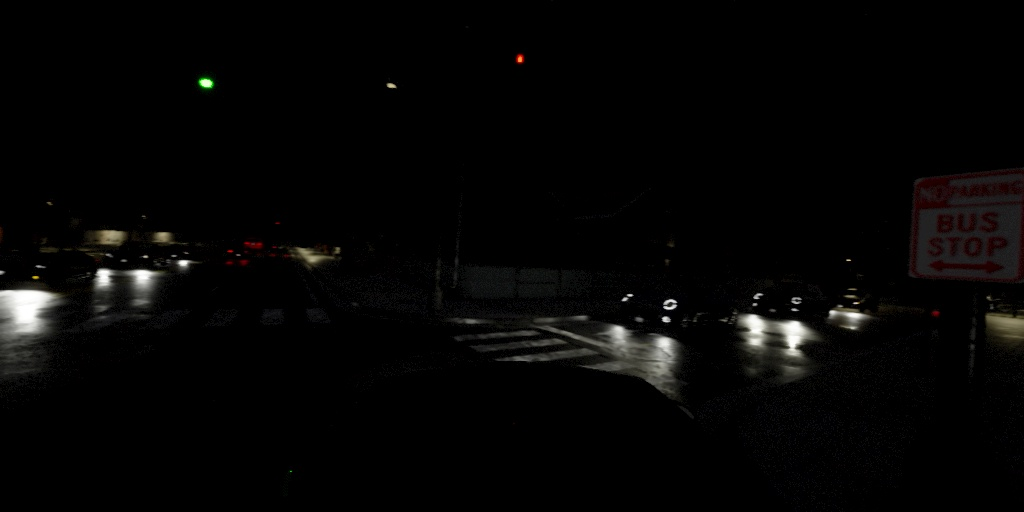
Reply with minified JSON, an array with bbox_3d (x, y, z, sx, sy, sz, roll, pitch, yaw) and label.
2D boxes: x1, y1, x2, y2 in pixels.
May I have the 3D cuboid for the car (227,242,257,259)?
[{"bbox_3d":[-27.592,-0.456,36.518,1.895,1.301,4.718,4,0,-32],"label":"car"}]

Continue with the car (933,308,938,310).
[{"bbox_3d":[35.766,3.722,28.981,4.902,1.511,2.128,4,0,-32],"label":"car"}]

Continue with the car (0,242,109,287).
[{"bbox_3d":[-16.406,0.251,12.411,1.994,1.385,4.181,4,-1,-32],"label":"car"}]

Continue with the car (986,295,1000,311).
[{"bbox_3d":[44.706,4.337,34.289,4.892,1.490,1.837,4,0,-29],"label":"car"}]

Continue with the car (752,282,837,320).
[{"bbox_3d":[14.255,2.131,18.237,4.553,1.767,2.097,4,0,-34],"label":"car"}]

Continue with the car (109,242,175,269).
[{"bbox_3d":[-21.911,-0.110,21.103,1.812,1.442,4.674,4,0,-32],"label":"car"}]

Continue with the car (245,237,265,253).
[{"bbox_3d":[-37.195,-1.630,51.771,2.150,2.045,5.566,4,0,-33],"label":"car"}]

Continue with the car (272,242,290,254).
[{"bbox_3d":[-33.883,-1.238,52.578,2.097,1.767,4.553,4,0,-32],"label":"car"}]

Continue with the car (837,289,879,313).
[{"bbox_3d":[22.903,2.920,24.072,5.357,1.411,2.033,4,0,-34],"label":"car"}]

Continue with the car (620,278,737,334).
[{"bbox_3d":[5.918,1.557,12.611,4.553,1.767,2.097,4,0,-34],"label":"car"}]

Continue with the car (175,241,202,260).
[{"bbox_3d":[-27.587,-0.499,30.101,2.033,1.411,5.357,4,0,-32],"label":"car"}]
